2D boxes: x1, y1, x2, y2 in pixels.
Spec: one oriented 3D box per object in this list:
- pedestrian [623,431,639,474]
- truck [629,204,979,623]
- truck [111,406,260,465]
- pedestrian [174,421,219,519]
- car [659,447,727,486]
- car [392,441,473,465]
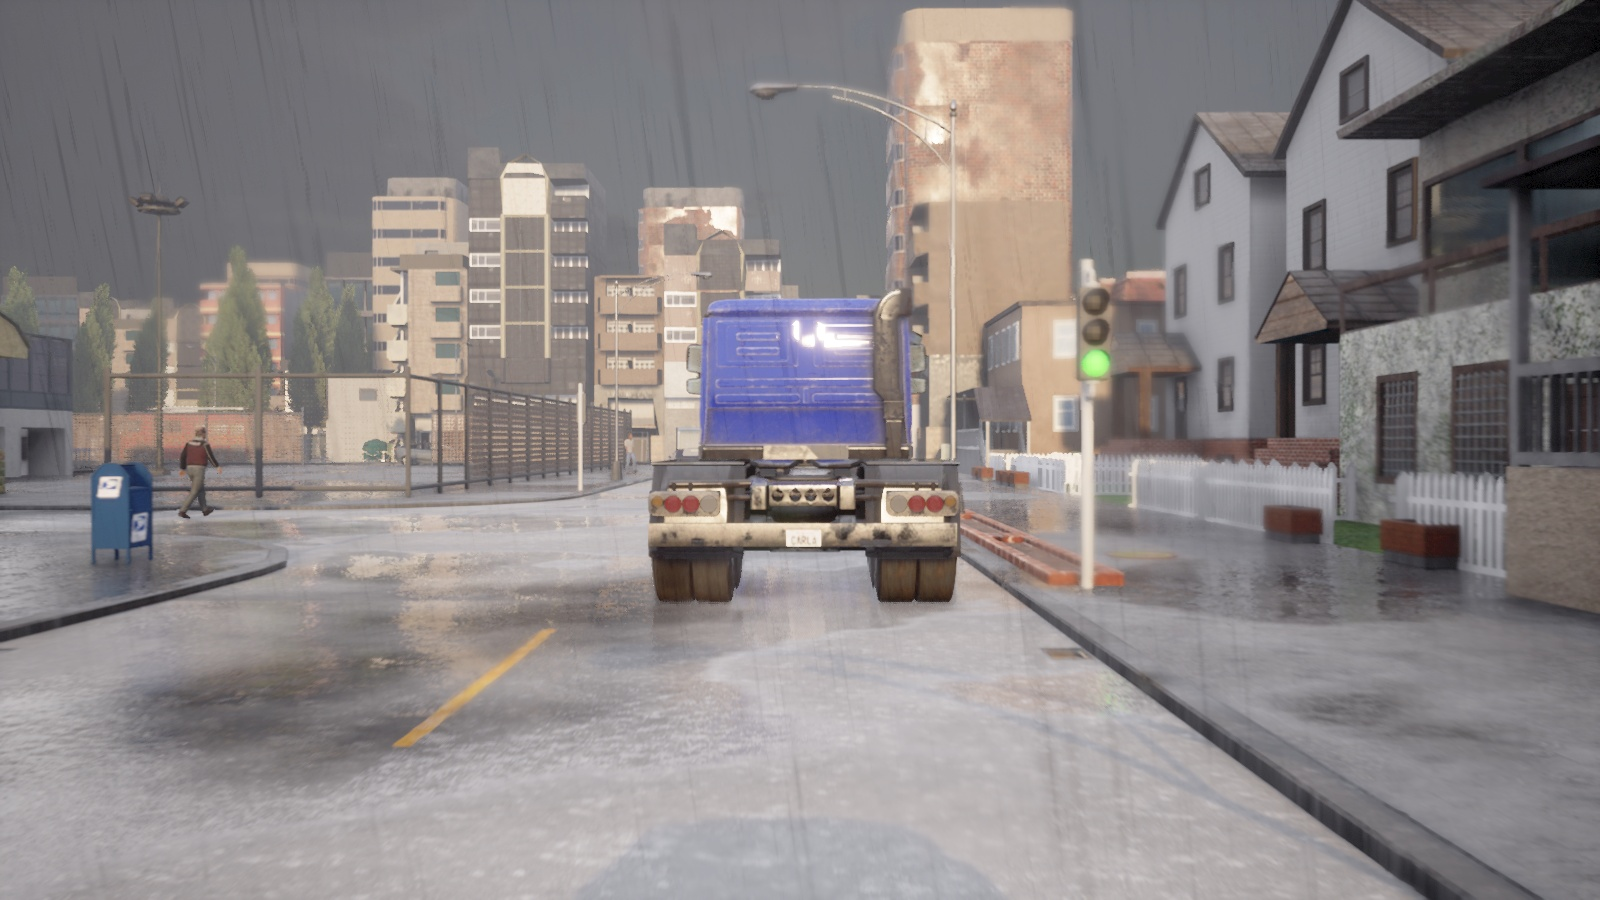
[{"bbox_3d":[-7.277,0.116,54.042,0.354,1.836,0.706,0,0,-40],"label":"pedestrian"},{"bbox_3d":[0.067,-0.324,14.350,2.891,3.462,7.936,0,0,1],"label":"truck"},{"bbox_3d":[-40.611,-0.965,83.191,8.468,3.827,2.891,0,0,0],"label":"truck"},{"bbox_3d":[-11.662,0.377,24.273,0.376,1.854,0.720,0,0,19],"label":"pedestrian"},{"bbox_3d":[-3.825,0.561,45.607,1.895,1.301,4.718,0,0,2],"label":"car"},{"bbox_3d":[-23.139,0.185,79.176,4.514,1.525,2.007,0,0,0],"label":"car"}]
